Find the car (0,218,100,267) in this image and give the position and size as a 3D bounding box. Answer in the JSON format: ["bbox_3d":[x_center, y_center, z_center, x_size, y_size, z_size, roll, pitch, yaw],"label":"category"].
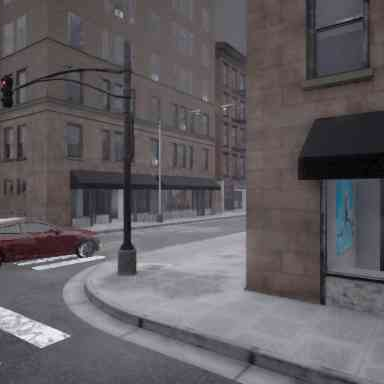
[{"bbox_3d":[-5.367,1.571,10.942,4.674,1.442,1.812,1,0,-44],"label":"car"}]
